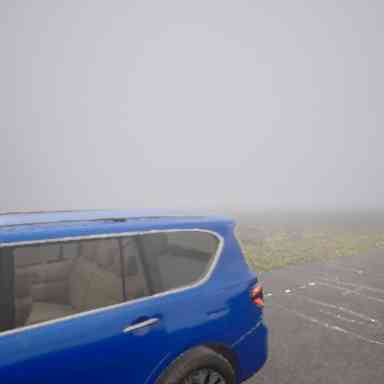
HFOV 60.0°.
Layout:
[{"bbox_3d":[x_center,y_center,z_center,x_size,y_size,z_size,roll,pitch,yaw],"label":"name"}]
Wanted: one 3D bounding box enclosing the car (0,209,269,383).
[{"bbox_3d":[-1.802,1.222,2.706,5.566,2.045,2.150,0,0,-35],"label":"car"}]
